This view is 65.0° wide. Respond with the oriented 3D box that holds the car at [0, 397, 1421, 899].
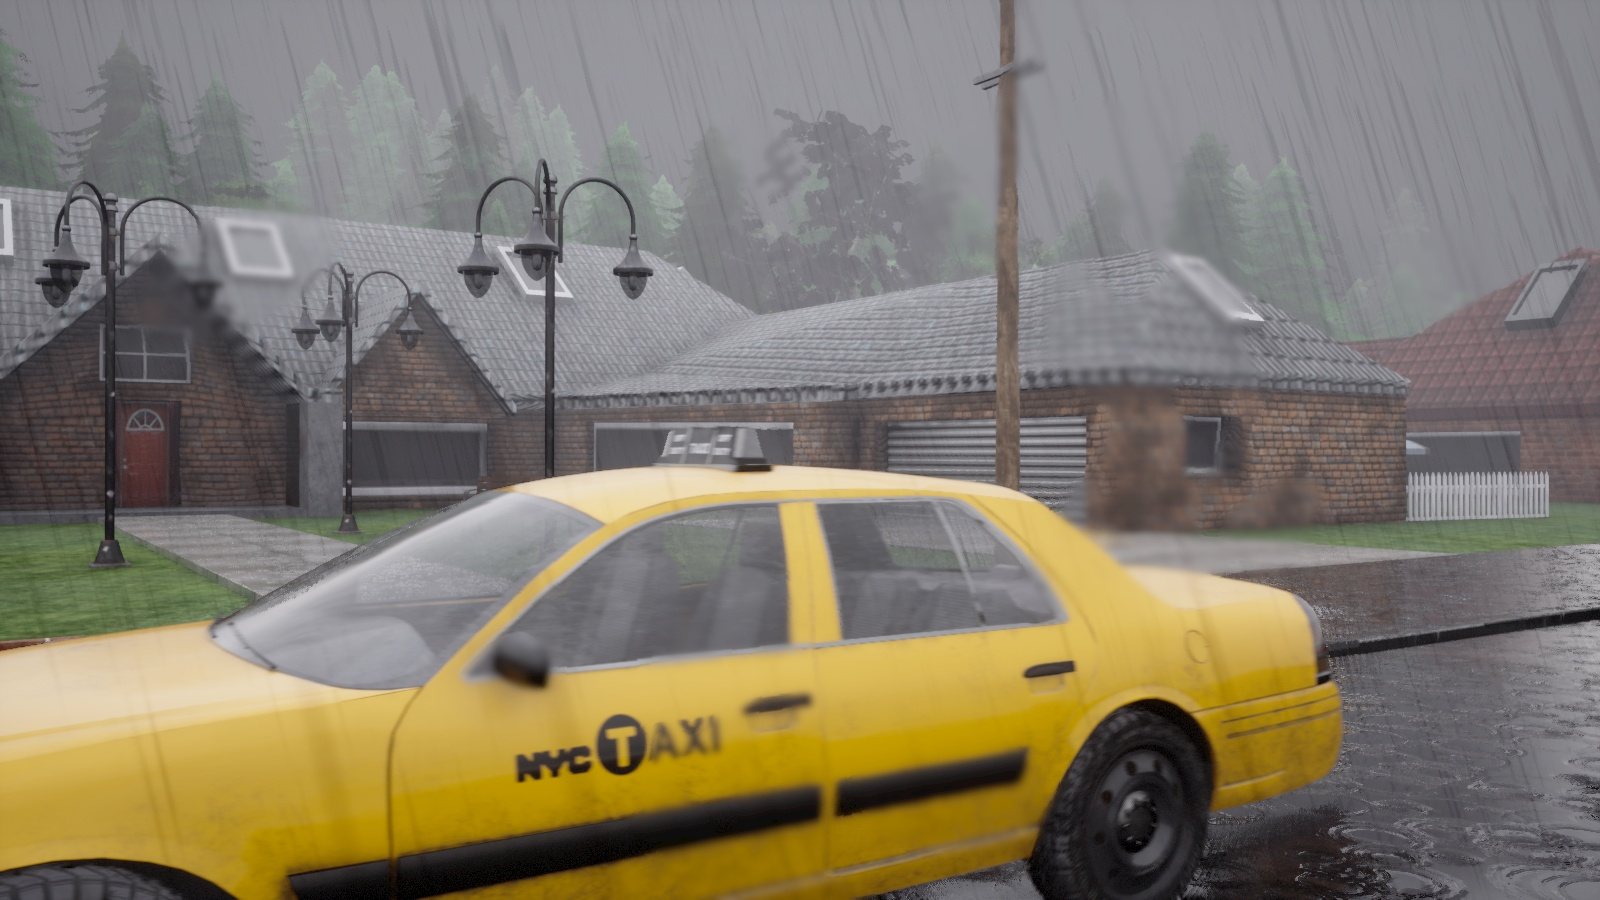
[{"bbox_3d":[-0.412,0.694,3.983,5.366,1.575,1.801,0,0,-33],"label":"car"}]
